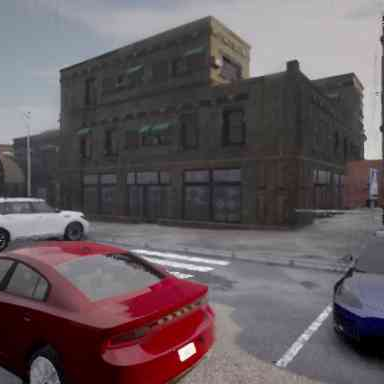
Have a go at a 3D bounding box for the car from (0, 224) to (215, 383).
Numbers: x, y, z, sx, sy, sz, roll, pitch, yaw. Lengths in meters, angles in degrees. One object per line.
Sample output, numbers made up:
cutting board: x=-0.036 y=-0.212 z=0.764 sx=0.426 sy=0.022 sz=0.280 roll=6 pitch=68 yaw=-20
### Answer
car: x=-2.053 y=1.489 z=4.858 sx=5.008 sy=1.535 sz=1.882 roll=0 pitch=0 yaw=36

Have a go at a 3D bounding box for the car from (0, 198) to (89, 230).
car: x=-7.147 y=1.257 z=14.140 sx=2.435 sy=2.045 sz=5.566 roll=0 pitch=0 yaw=36

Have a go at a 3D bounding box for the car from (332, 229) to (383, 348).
car: x=4.017 y=1.496 z=6.047 sx=2.163 sy=1.488 sz=4.792 roll=0 pitch=0 yaw=36
